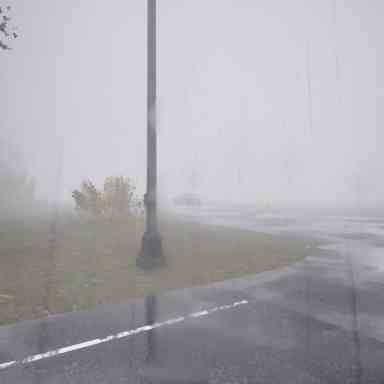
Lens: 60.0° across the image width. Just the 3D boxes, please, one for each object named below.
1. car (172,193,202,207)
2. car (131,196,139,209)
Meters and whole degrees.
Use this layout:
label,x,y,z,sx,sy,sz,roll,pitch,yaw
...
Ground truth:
label,x,y,z,sx,sy,sz,roll,pitch,yaw
car,-0.715,0.924,42.445,2.097,1.767,4.553,-1,1,-35
car,-6.618,1.213,38.668,1.994,1.385,4.181,-1,1,-35
